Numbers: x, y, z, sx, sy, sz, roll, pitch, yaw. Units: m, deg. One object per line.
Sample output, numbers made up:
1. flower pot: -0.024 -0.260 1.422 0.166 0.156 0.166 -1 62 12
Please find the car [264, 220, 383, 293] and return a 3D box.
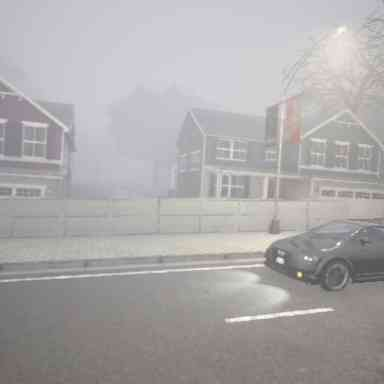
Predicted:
1. car: 3.955 1.430 8.294 4.181 1.385 1.994 1 1 -17
